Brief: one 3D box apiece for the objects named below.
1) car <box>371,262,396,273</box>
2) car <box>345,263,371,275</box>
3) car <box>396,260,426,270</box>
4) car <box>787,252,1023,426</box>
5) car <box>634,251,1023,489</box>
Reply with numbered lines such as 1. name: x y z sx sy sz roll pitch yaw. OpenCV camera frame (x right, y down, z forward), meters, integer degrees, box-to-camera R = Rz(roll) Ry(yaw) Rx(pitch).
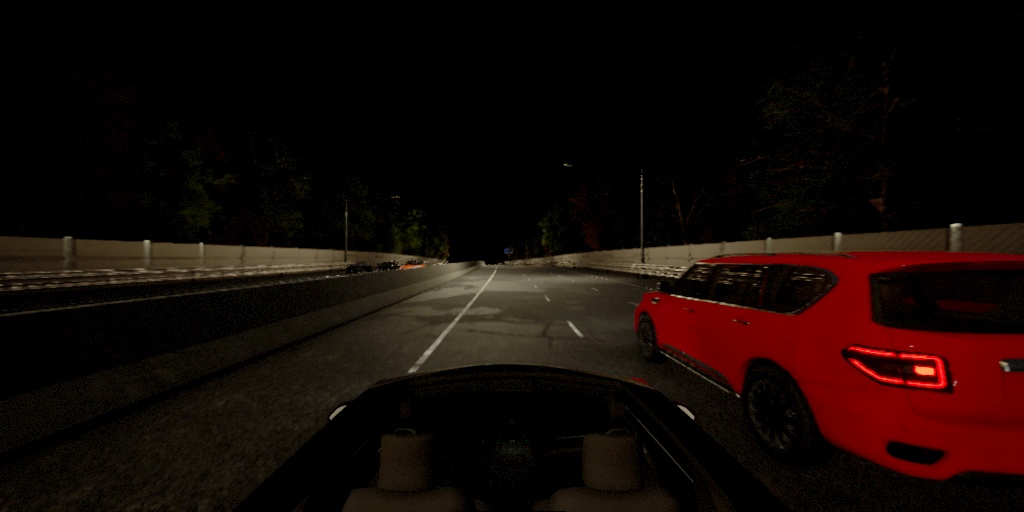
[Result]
1. car: -14.504 1.420 42.248 1.837 1.490 4.892 0 0 -1
2. car: -18.007 1.484 42.316 1.994 1.385 4.181 0 0 -1
3. car: -10.959 1.256 40.019 2.097 1.767 4.553 0 0 -1
4. car: 7.096 0.974 5.065 2.150 2.045 5.566 0 0 0
5. car: 3.596 0.979 5.071 2.150 2.045 5.566 0 0 0
